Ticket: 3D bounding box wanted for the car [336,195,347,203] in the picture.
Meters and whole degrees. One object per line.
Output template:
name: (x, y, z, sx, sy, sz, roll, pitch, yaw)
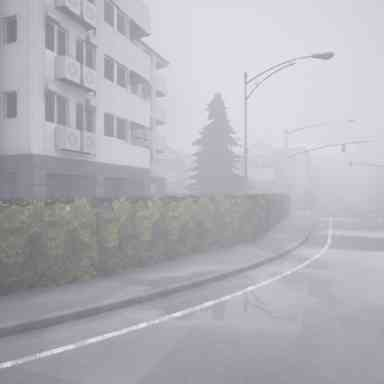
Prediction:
car: (31.628, 1.345, 70.553, 2.097, 1.767, 4.553, 0, 0, 23)
